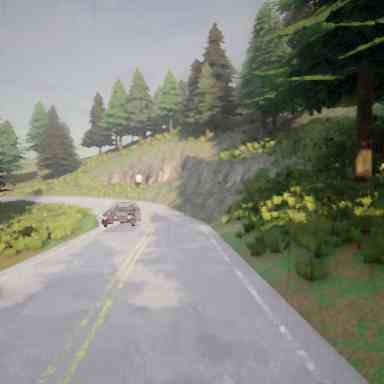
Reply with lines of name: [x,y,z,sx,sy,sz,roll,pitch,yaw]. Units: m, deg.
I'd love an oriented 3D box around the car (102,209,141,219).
car: [-4.093,1.247,20.112,2.033,1.411,5.357,-1,0,-3]
